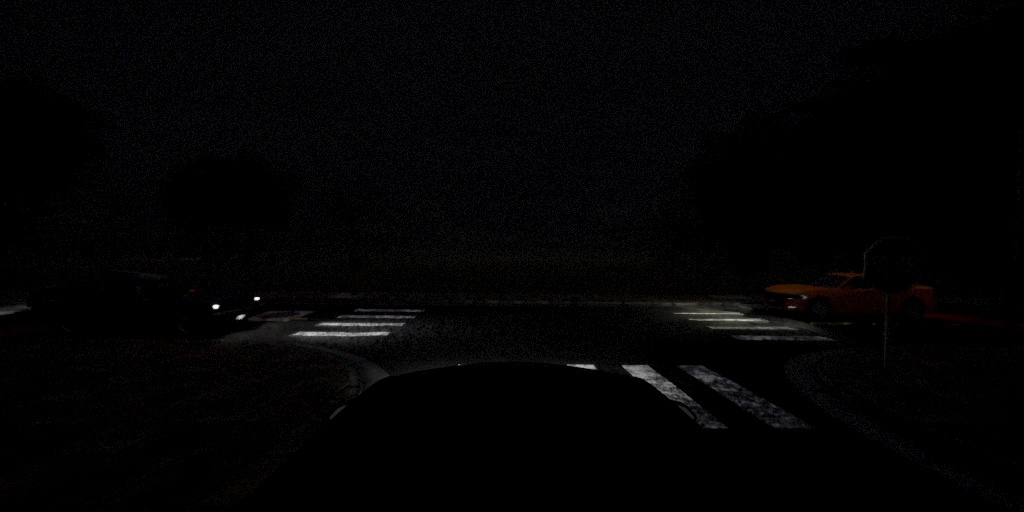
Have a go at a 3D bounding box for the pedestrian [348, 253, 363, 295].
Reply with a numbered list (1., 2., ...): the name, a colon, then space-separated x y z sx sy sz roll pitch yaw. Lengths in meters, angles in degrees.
1. pedestrian: -6.832 0.757 15.596 0.375 1.860 0.375 0 1 0

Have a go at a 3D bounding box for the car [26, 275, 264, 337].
1. car: -9.599 1.330 9.756 4.718 1.301 1.895 0 1 0

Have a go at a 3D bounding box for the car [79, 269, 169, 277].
1. car: -14.027 1.169 12.702 4.674 1.442 1.812 0 1 0

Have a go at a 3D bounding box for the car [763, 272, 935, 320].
1. car: 11.688 1.316 12.643 5.008 1.535 1.882 1 1 0
